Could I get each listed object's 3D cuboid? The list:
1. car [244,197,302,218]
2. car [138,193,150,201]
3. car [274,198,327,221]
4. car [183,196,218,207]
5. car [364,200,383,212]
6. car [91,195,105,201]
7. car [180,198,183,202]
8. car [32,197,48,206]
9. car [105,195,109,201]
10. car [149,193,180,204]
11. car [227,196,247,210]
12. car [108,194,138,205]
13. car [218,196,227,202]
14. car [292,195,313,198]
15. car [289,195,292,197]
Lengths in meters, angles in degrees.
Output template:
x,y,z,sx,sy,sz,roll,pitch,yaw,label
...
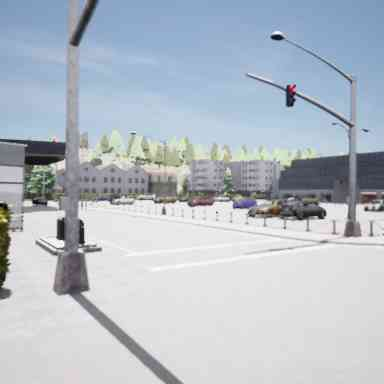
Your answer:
x,y,z,sx,sy,sz,roll,pitch,yaw,label
7.547,1.523,30.515,5.027,1.636,2.152,1,0,-35,car
-12.506,1.382,89.867,5.566,2.045,2.150,1,0,-35,car
9.383,1.532,27.971,4.514,1.523,2.007,1,0,-35,car
1.394,1.558,52.844,4.514,1.523,2.007,1,0,-35,car
22.945,1.725,41.064,3.806,1.475,1.970,1,0,-35,car
-22.695,1.413,82.810,4.553,1.767,2.097,1,0,-35,car
-0.898,1.649,74.889,4.514,1.523,2.007,1,0,-35,car
-25.687,1.595,56.163,2.128,1.511,4.902,1,0,-34,car
-13.476,1.284,61.671,3.866,1.878,1.905,1,0,-35,car
-5.142,1.367,63.472,4.605,1.855,1.932,1,0,-35,car
7.071,1.577,44.621,3.633,1.501,1.845,1,0,-35,car
-12.079,1.563,58.593,3.806,1.475,1.970,1,0,-35,car
6.980,1.638,75.914,3.806,1.475,1.970,1,0,-35,car
20.228,1.503,58.188,4.605,1.855,1.932,1,0,-35,car
18.229,1.480,60.337,3.866,1.878,1.905,1,0,-35,car
